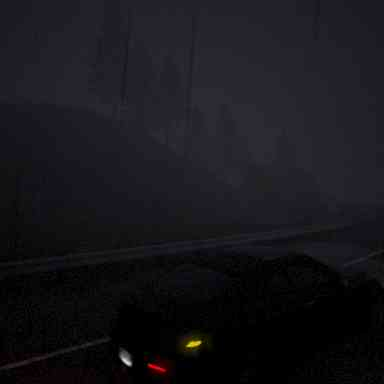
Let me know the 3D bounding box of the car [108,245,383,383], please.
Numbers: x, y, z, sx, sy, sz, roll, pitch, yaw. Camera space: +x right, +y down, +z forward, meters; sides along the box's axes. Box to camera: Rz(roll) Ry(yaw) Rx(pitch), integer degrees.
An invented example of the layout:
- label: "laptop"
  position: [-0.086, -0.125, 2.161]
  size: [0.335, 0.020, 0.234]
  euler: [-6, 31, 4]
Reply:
- label: "car"
  position: [1.105, 1.534, 4.902]
  size: [4.674, 1.442, 1.812]
  euler: [0, 0, -39]
